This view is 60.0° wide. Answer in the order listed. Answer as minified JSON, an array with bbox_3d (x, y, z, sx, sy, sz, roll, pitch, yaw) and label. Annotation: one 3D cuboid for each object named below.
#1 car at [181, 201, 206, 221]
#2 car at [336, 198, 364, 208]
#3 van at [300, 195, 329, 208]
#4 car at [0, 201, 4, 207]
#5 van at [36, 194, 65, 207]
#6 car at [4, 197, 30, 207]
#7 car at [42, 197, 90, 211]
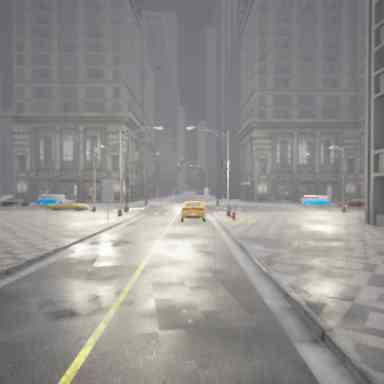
[{"bbox_3d":[0.088,1.489,26.965,1.882,1.535,5.008,0,0,0],"label":"car"},{"bbox_3d":[23.260,1.593,48.109,4.507,1.381,1.887,0,1,0],"label":"car"},{"bbox_3d":[17.736,1.369,48.084,3.998,1.788,1.690,0,1,0],"label":"van"},{"bbox_3d":[-25.396,1.568,39.371,4.507,1.381,1.887,0,1,0],"label":"car"},{"bbox_3d":[-20.248,1.244,47.914,3.998,1.788,1.690,0,1,0],"label":"van"},{"bbox_3d":[-25.661,1.453,47.894,4.313,1.339,1.947,0,1,0],"label":"car"},{"bbox_3d":[-14.646,1.581,39.409,4.829,1.417,1.752,0,1,0],"label":"car"}]
